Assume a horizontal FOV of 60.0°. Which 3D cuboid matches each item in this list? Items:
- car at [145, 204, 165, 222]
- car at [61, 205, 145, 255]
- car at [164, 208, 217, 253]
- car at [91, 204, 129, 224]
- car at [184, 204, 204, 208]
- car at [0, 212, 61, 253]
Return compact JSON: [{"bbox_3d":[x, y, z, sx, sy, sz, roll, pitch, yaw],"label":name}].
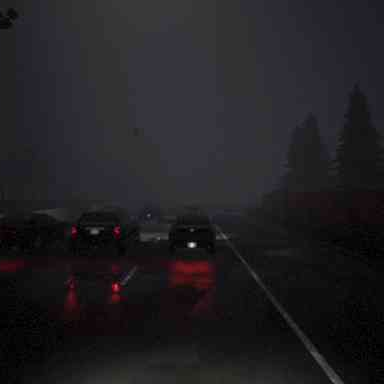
[{"bbox_3d":[-3.473,1.760,29.483,1.882,1.535,5.008,0,0,1],"label":"car"},{"bbox_3d":[-3.494,1.485,14.088,2.097,1.767,4.553,0,-1,0],"label":"car"},{"bbox_3d":[0.008,1.645,14.291,1.837,1.490,4.892,0,0,0],"label":"car"},{"bbox_3d":[-6.990,1.824,28.990,2.033,1.411,5.357,0,-1,0],"label":"car"},{"bbox_3d":[0.021,1.773,29.294,2.128,1.511,4.902,0,0,1],"label":"car"},{"bbox_3d":[-6.990,1.617,14.485,1.882,1.535,5.008,0,0,0],"label":"car"}]
